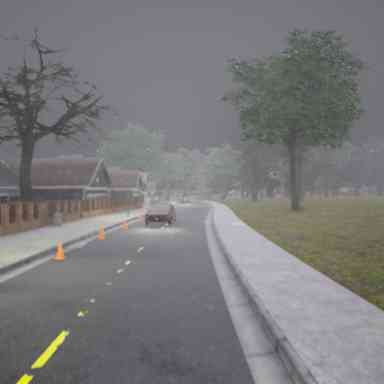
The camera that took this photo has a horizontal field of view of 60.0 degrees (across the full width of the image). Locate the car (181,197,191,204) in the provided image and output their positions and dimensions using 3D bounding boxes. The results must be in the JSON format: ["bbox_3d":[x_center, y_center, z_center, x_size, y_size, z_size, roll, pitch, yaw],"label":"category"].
[{"bbox_3d":[-1.364,1.757,71.304,2.128,1.511,4.902,0,0,-2],"label":"car"}]

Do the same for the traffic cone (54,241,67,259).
[{"bbox_3d":[-4.553,2.005,11.500,0.340,0.580,0.340,0,0,0],"label":"traffic cone"}]

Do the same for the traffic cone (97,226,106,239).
[{"bbox_3d":[-4.494,2.012,16.540,0.340,0.580,0.340,0,0,1],"label":"traffic cone"}]

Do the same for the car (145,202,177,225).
[{"bbox_3d":[-2.225,1.532,24.567,1.882,1.535,5.008,0,0,3],"label":"car"}]
